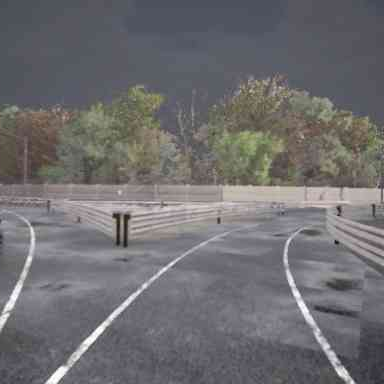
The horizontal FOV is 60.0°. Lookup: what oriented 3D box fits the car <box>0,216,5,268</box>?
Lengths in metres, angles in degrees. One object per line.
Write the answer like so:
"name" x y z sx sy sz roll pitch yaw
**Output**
"car" -5.845 1.168 7.558 2.150 2.045 5.566 1 0 -21
